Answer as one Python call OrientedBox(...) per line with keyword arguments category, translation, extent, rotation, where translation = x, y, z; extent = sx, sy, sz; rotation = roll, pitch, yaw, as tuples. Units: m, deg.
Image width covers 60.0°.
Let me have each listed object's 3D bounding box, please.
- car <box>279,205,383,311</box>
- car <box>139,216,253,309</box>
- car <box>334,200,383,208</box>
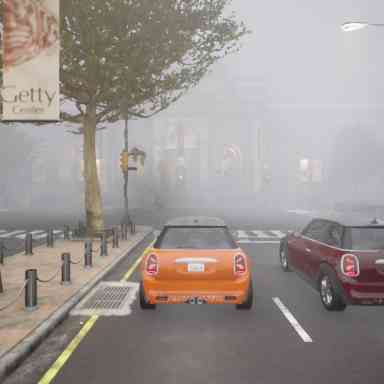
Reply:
OrientedBox(category="car", translation=(3.584, 1.352, 7.907), extent=(2.097, 1.767, 4.553), rotation=(0, 0, 0))
OrientedBox(category="car", translation=(0.084, 1.352, 8.003), extent=(2.097, 1.767, 4.553), rotation=(0, 0, 0))
OrientedBox(category="car", translation=(16.506, 1.491, 32.922), extent=(4.902, 1.511, 2.128), rotation=(0, 0, 0))
